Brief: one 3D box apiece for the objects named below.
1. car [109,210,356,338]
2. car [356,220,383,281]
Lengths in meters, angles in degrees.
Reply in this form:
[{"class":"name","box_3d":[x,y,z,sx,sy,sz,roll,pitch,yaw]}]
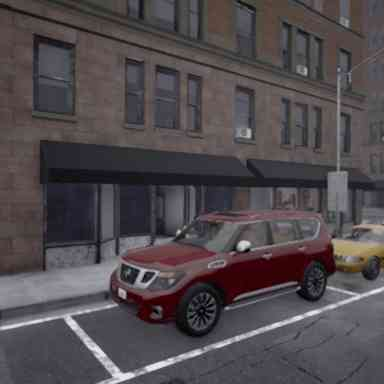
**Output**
[{"class":"car","box_3d":[0.919,1.336,6.850,5.009,1.841,2.192,0,0,-35]},{"class":"car","box_3d":[5.405,1.572,10.043,4.829,1.417,1.752,0,0,-35]}]
